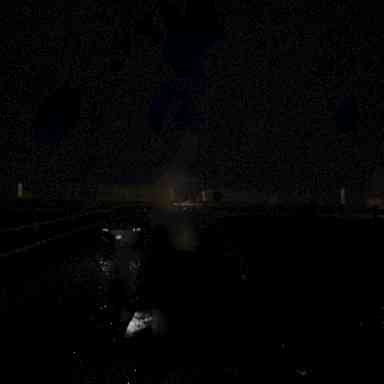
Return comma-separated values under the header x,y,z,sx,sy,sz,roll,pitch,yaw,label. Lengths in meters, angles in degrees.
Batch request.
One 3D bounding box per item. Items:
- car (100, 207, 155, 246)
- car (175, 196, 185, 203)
x,y,z,sx,sy,sz,roll,pitch,yaw,label
-2.830,1.486,15.354,2.128,1.511,4.902,0,0,0,car
-2.744,1.728,75.549,1.837,1.490,4.892,0,-1,0,car
